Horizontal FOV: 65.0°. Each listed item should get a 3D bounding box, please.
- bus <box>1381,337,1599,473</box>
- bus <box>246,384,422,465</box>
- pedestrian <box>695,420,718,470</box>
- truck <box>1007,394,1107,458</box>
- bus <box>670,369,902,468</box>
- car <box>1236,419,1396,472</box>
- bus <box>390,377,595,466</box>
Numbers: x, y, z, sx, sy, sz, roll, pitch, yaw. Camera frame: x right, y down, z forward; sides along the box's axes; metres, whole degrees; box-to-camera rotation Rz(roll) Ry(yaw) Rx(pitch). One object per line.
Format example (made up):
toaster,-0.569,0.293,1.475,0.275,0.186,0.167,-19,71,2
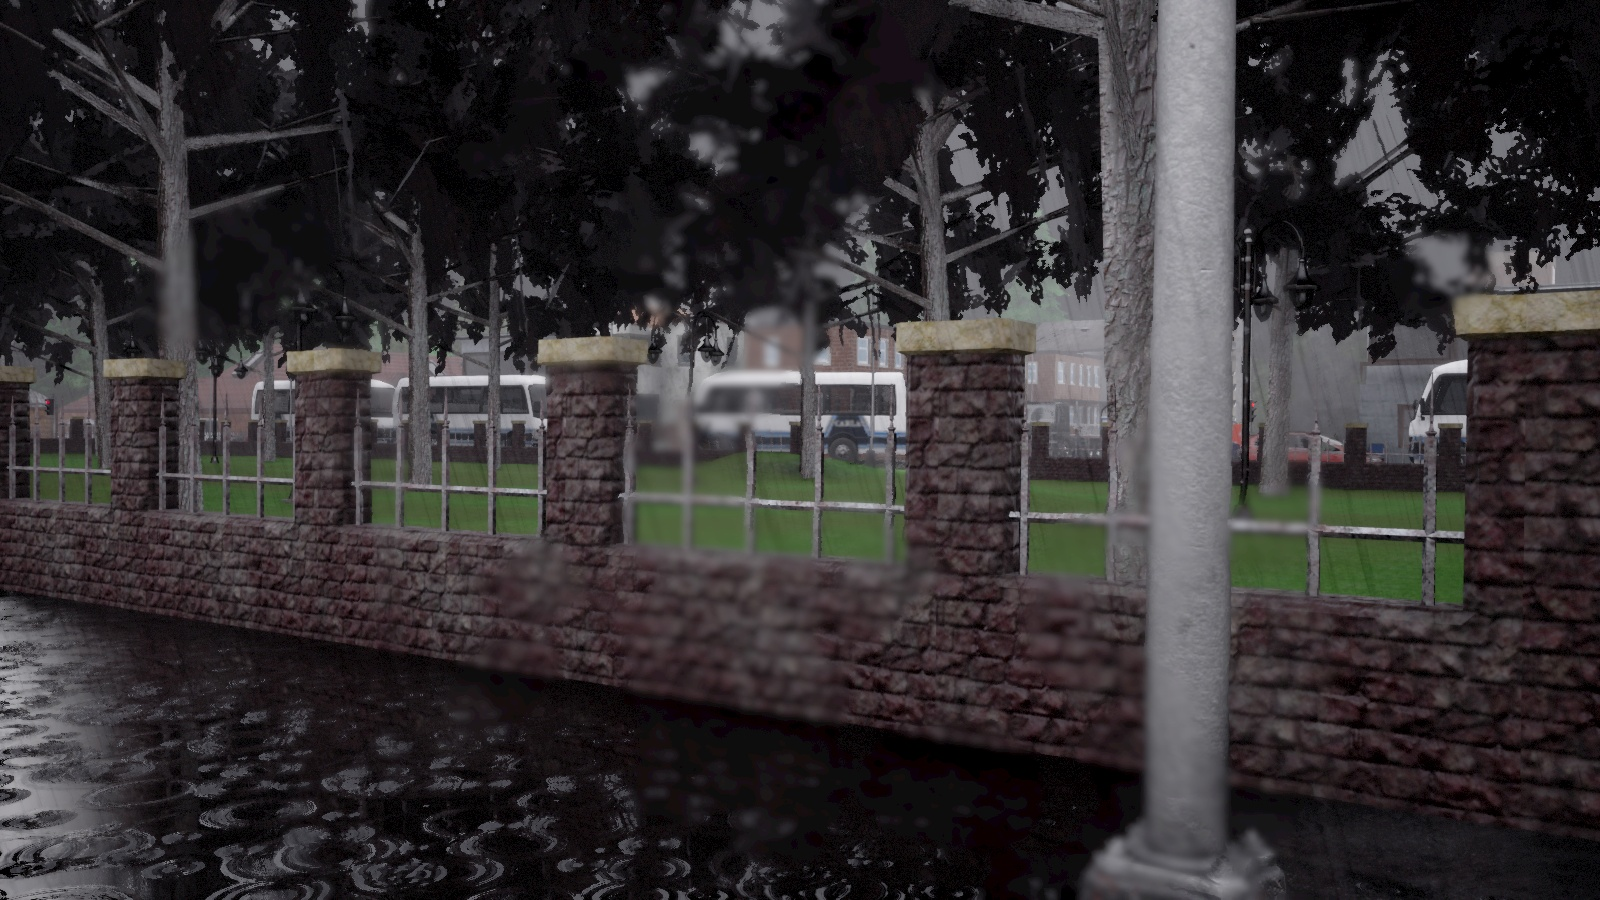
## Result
bus,25.280,-1.444,41.745,10.273,4.253,3.944,0,1,35
bus,-26.370,-1.373,70.798,10.273,4.253,3.944,0,1,34
pedestrian,-3.697,-0.206,49.825,0.788,1.949,0.423,0,1,33
truck,14.964,-1.379,72.713,2.891,3.462,7.936,0,1,34
bus,-0.527,-1.436,58.227,10.273,4.253,3.944,-1,1,7
car,17.339,-0.158,42.253,4.611,1.667,2.242,0,1,33
bus,-15.736,-1.376,63.988,10.273,4.253,3.944,0,1,30
